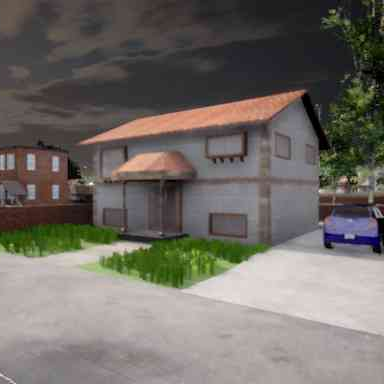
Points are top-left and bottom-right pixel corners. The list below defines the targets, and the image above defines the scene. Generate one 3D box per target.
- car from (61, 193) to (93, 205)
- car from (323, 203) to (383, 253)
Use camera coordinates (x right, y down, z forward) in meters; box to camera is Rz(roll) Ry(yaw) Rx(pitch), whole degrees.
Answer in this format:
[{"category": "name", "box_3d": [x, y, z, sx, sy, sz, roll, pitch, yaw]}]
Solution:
[{"category": "car", "box_3d": [-8.234, 0.981, 24.535, 3.866, 1.878, 1.905, 0, 0, 36]}, {"category": "car", "box_3d": [5.876, 1.135, 11.689, 1.845, 1.501, 3.633, 0, 0, 36]}]
